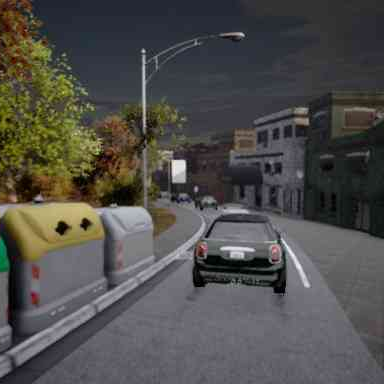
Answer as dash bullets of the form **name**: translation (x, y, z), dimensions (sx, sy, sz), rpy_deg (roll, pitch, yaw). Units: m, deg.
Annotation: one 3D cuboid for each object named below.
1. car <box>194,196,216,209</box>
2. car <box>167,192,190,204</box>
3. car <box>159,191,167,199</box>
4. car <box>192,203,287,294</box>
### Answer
- **car**: translation (1.607, 1.220, 40.349), dimensions (2.097, 1.767, 4.553), rpy_deg (-1, 1, -11)
- **car**: translation (-1.921, 0.829, 52.143), dimensions (2.097, 1.767, 4.553), rpy_deg (-2, 3, -20)
- **car**: translation (-5.501, 0.512, 61.488), dimensions (2.033, 1.411, 5.357), rpy_deg (-2, 4, -22)
- **car**: translation (1.432, 1.375, 9.214), dimensions (2.097, 1.767, 4.553), rpy_deg (1, 0, 12)
